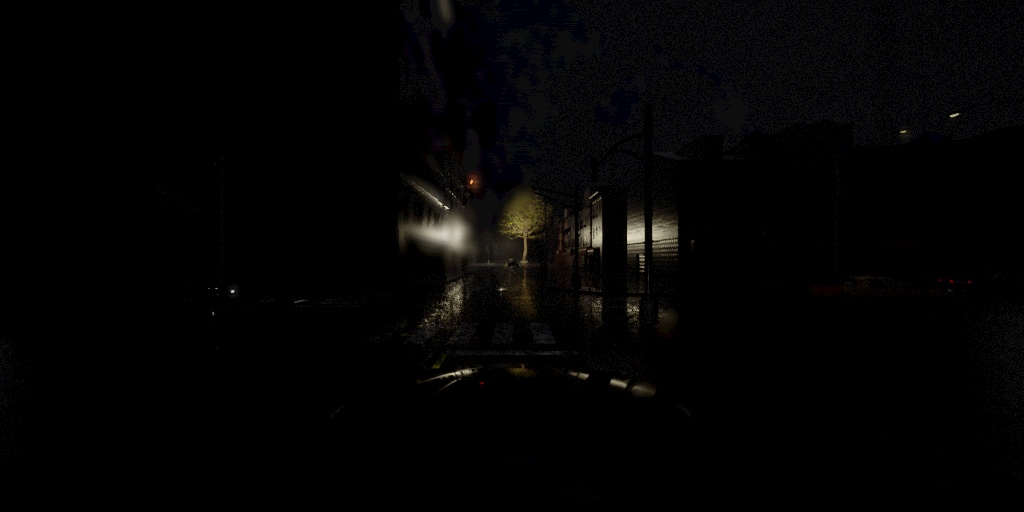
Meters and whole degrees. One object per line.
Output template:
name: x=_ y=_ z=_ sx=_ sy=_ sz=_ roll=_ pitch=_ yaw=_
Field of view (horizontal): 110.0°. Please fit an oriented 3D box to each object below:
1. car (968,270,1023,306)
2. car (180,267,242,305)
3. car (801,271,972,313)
car: x=22.194 y=1.385 z=16.208 sx=4.902 sy=1.511 sz=2.128 roll=0 pitch=0 yaw=0
car: x=-13.759 y=1.178 z=14.554 sx=4.892 sy=1.490 sz=1.837 roll=0 pitch=0 yaw=0
car: x=13.903 y=1.346 z=13.670 sx=4.829 sy=1.417 sz=1.751 roll=0 pitch=0 yaw=0
